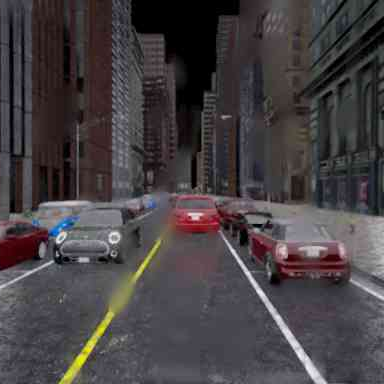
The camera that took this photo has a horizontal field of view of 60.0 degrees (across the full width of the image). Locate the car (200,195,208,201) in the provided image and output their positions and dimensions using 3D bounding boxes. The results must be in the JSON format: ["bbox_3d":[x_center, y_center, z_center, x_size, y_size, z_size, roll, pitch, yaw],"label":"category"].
[{"bbox_3d":[3.052,1.490,82.848,1.802,1.307,4.206,0,0,0],"label":"car"}]

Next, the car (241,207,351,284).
[{"bbox_3d":[2.791,1.428,9.576,1.967,1.590,4.097,0,0,0],"label":"car"}]

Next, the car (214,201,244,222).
[{"bbox_3d":[2.852,1.511,26.485,1.887,1.381,4.507,0,0,0],"label":"car"}]

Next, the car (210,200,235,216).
[{"bbox_3d":[2.872,1.525,32.122,1.947,1.339,4.313,0,0,0],"label":"car"}]

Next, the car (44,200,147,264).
[{"bbox_3d":[-3.059,1.335,11.674,2.097,1.767,4.553,0,0,0],"label":"car"}]

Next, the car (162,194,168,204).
[{"bbox_3d":[-5.573,1.479,54.689,2.008,1.369,4.403,0,0,0],"label":"car"}]

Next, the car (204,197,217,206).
[{"bbox_3d":[2.952,1.498,54.666,1.947,1.339,4.313,0,0,0],"label":"car"}]

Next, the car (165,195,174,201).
[{"bbox_3d":[-5.473,1.470,82.873,1.947,1.339,4.313,0,0,0],"label":"car"}]

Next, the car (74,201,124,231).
[{"bbox_3d":[-5.694,1.410,20.870,1.967,1.590,4.097,0,0,0],"label":"car"}]

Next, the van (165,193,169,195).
[{"bbox_3d":[-5.554,1.264,60.326,1.690,1.788,3.998,0,0,0],"label":"van"}]

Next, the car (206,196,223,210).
[{"bbox_3d":[2.911,1.384,43.393,1.967,1.590,4.097,0,0,0],"label":"car"}]

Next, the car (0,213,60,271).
[{"bbox_3d":[-5.734,1.529,9.597,1.887,1.381,4.507,0,0,0],"label":"car"}]

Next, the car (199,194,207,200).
[{"bbox_3d":[3.092,1.341,94.120,1.967,1.590,4.097,0,0,0],"label":"car"}]

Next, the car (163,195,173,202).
[{"bbox_3d":[-5.493,1.475,77.236,1.947,1.339,4.313,0,0,0],"label":"car"}]

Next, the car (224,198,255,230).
[{"bbox_3d":[2.831,1.288,20.849,2.192,1.841,5.009,0,0,0],"label":"car"}]

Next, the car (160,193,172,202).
[{"bbox_3d":[-5.514,1.229,71.599,2.192,1.841,5.009,0,0,0],"label":"car"}]

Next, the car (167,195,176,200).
[{"bbox_3d":[-5.453,1.451,88.509,2.008,1.369,4.403,0,0,0],"label":"car"}]

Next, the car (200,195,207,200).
[{"bbox_3d":[3.072,1.486,88.485,1.802,1.307,4.206,0,0,0],"label":"car"}]

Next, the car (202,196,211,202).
[{"bbox_3d":[3.012,1.499,71.575,1.802,1.307,4.206,0,0,0],"label":"car"}]

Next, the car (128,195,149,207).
[{"bbox_3d":[-5.654,1.395,32.144,1.967,1.590,4.097,0,0,0],"label":"car"}]

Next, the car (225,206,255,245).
[{"bbox_3d":[2.812,1.547,15.213,1.947,1.339,4.313,0,0,0],"label":"car"}]

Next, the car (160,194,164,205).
[{"bbox_3d":[-5.594,1.460,48.883,1.752,1.417,4.829,0,0,0],"label":"car"}]

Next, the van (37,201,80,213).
[{"bbox_3d":[-5.714,1.318,15.233,1.690,1.788,3.998,0,0,0],"label":"van"}]

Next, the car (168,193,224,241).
[{"bbox_3d":[0.158,1.199,16.813,2.150,2.045,5.566,0,0,0],"label":"car"}]

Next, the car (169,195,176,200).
[{"bbox_3d":[-5.433,1.480,94.146,1.802,1.307,4.206,0,0,0],"label":"car"}]

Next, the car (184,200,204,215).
[{"bbox_3d":[0.219,1.555,34.354,1.895,1.301,4.718,0,0,0],"label":"car"}]

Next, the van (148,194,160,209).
[{"bbox_3d":[-5.614,1.282,43.416,1.690,1.788,3.998,0,0,0],"label":"van"}]
